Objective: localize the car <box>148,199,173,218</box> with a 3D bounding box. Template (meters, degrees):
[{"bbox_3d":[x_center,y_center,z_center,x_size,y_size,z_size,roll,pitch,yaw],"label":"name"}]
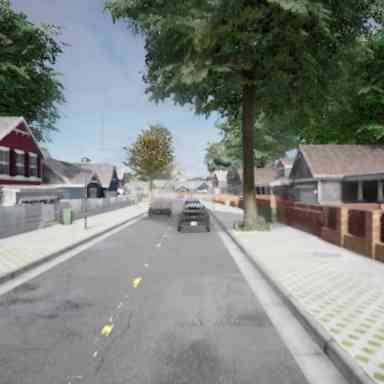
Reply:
[{"bbox_3d":[-2.747,1.378,29.583,1.882,1.535,5.008,0,0,0],"label":"car"}]

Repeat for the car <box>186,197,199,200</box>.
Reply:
[{"bbox_3d":[0.023,1.346,38.599,1.882,1.535,5.008,0,0,-1],"label":"car"}]

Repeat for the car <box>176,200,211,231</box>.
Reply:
[{"bbox_3d":[0.101,1.438,20.193,1.837,1.490,4.892,0,0,0],"label":"car"}]
